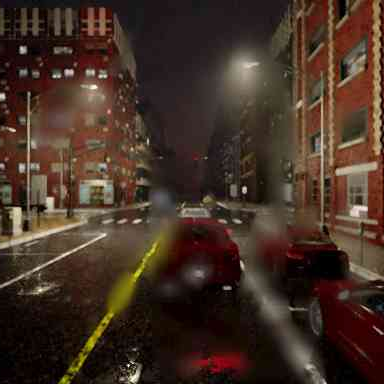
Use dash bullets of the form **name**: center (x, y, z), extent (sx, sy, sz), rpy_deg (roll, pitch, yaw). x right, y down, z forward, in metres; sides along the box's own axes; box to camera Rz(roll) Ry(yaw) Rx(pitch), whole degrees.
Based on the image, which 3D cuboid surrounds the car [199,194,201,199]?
- **car**: center (2.864, 1.345, 81.148), extent (1.887, 1.381, 4.507), rpy_deg (1, 0, 0)

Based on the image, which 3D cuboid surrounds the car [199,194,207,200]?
- **car**: center (2.875, 1.354, 86.799), extent (1.947, 1.339, 4.313), rpy_deg (1, 0, 0)

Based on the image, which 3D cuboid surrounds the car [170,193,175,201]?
- **car**: center (-5.528, 1.396, 75.550), extent (1.802, 1.307, 4.206), rpy_deg (1, 0, 0)

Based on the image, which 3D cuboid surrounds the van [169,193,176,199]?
- **van**: center (-5.490, 1.117, 92.507), extent (1.690, 1.788, 3.998), rpy_deg (1, 0, 0)

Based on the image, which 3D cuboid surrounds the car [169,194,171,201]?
- **car**: center (-5.550, 1.423, 64.246), extent (1.802, 1.307, 4.206), rpy_deg (1, 0, 0)

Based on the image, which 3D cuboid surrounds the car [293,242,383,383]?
- **car**: center (2.675, 1.572, 3.629), extent (1.802, 1.307, 4.206), rpy_deg (1, 0, 0)

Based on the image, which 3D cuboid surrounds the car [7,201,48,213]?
- **car**: center (-18.635, 1.625, 37.710), extent (4.313, 1.339, 1.947), rpy_deg (0, 0, 0)

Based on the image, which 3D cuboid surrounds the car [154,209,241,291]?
- **car**: center (0.117, 1.455, 8.956), extent (1.882, 1.535, 5.008), rpy_deg (0, 0, 0)

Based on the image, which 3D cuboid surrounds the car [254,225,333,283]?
- **car**: center (2.856, 1.558, 9.284), extent (1.802, 1.307, 4.206), rpy_deg (1, 0, 0)

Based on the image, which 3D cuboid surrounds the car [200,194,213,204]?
- **car**: center (2.819, 1.379, 58.708), extent (1.752, 1.417, 4.829), rpy_deg (1, 0, 0)

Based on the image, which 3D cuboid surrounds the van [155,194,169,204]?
- **van**: center (-5.558, 1.195, 58.593), extent (1.690, 1.788, 3.998), rpy_deg (1, 0, 0)
